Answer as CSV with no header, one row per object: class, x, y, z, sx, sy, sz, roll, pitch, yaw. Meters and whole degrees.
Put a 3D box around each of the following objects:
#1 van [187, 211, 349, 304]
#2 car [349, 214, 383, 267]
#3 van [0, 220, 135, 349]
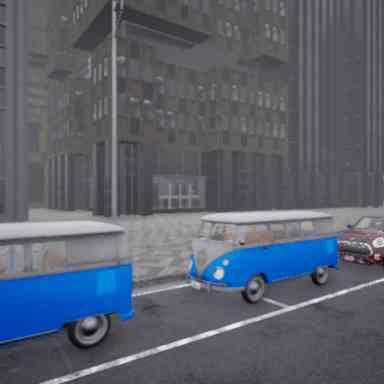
van,1.794,1.361,7.934,3.998,1.788,1.690,0,0,-36
car,6.385,1.479,11.210,4.097,1.590,1.967,0,0,-36
van,-2.798,1.342,4.658,3.998,1.788,1.690,0,0,-36
